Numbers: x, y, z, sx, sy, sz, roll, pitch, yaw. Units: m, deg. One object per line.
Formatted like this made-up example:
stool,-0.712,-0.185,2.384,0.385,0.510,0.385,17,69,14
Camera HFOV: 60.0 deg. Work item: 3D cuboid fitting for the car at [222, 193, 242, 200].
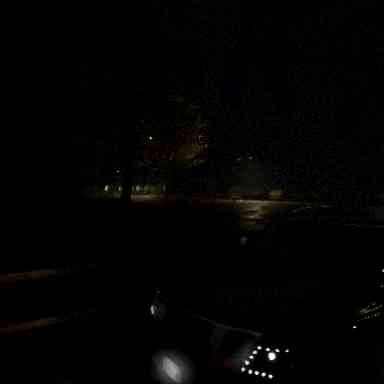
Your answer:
car,7.470,0.852,62.370,1.994,1.385,4.181,1,0,-35

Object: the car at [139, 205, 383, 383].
car,2.078,1.237,4.535,5.566,2.045,2.150,1,0,-35
